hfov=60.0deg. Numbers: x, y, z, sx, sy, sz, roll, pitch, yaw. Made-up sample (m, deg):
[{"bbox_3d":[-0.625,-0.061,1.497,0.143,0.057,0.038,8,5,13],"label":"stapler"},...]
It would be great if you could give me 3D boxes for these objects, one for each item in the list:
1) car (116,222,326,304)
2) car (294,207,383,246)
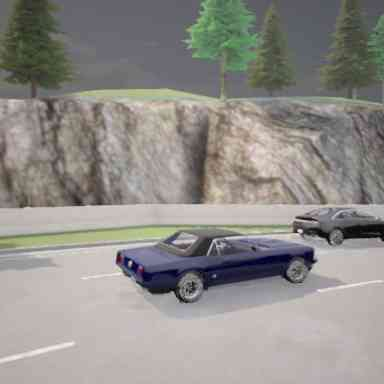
[{"bbox_3d":[0.742,1.540,7.938,4.718,1.301,1.895,0,0,-29],"label":"car"},{"bbox_3d":[6.739,1.413,14.502,4.902,1.511,2.128,0,0,-20],"label":"car"}]
